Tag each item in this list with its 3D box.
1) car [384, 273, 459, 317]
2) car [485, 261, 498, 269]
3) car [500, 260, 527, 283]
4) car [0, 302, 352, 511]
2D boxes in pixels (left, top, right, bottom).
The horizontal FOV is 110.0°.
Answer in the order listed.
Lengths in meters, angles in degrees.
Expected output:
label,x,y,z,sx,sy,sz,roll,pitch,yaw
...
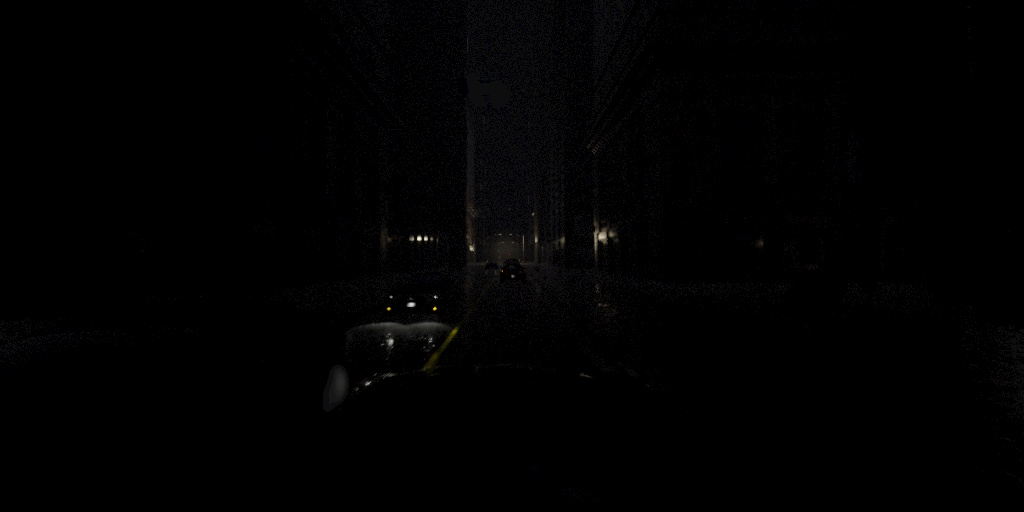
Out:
label,x,y,z,sx,sy,sz,roll,pitch,yaw
car,-3.115,1.315,13.070,1.994,1.385,4.181,0,0,0
car,-3.143,1.387,55.893,1.895,1.301,4.718,0,0,0
car,0.063,1.282,27.840,1.812,1.442,4.674,0,-1,0
car,-3.101,1.258,3.052,1.837,1.490,4.892,0,0,0
